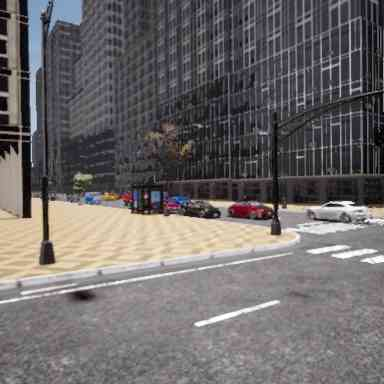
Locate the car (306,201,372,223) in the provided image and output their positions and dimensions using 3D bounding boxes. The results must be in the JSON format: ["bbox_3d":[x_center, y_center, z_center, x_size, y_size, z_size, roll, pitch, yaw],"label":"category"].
[{"bbox_3d":[10.430,1.369,23.900,1.812,1.442,4.674,-1,1,-30],"label":"car"}]

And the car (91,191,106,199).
[{"bbox_3d":[-21.176,0.686,74.982,1.967,1.590,4.097,-1,1,-34],"label":"car"}]

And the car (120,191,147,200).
[{"bbox_3d":[-7.164,0.875,44.208,2.150,2.045,5.566,-1,1,-34],"label":"car"}]

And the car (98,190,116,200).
[{"bbox_3d":[-17.970,0.615,70.288,2.192,1.841,5.009,-1,1,-34],"label":"car"}]

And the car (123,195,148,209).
[{"bbox_3d":[-5.698,1.321,37.378,1.947,1.339,4.313,-1,1,-34],"label":"car"}]

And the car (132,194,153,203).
[{"bbox_3d":[-8.351,1.042,56.212,1.802,1.307,4.206,-1,1,-34],"label":"car"}]

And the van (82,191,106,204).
[{"bbox_3d":[-15.271,0.940,51.483,1.690,1.788,3.998,-1,1,-34],"label":"van"}]

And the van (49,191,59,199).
[{"bbox_3d":[-31.301,0.672,74.949,1.690,1.788,3.998,0,1,-34],"label":"van"}]

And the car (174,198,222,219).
[{"bbox_3d":[0.651,1.425,27.948,1.947,1.339,4.313,-1,1,-34],"label":"car"}]

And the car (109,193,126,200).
[{"bbox_3d":[-14.763,0.936,65.598,1.802,1.307,4.206,-1,1,-34],"label":"car"}]

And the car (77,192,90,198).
[{"bbox_3d":[-27.587,0.689,84.369,2.008,1.369,4.403,-1,1,-34],"label":"car"}]

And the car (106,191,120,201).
[{"bbox_3d":[-15.764,0.893,62.456,1.882,1.535,5.008,-1,1,-34],"label":"car"}]

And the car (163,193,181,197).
[{"bbox_3d":[-1.163,1.227,35.413,1.882,1.535,5.008,-1,1,-34],"label":"car"}]

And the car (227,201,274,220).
[{"bbox_3d":[4.739,1.408,26.770,1.994,1.385,4.181,-1,1,-34],"label":"car"}]

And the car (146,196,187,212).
[{"bbox_3d":[-2.541,1.389,32.653,1.802,1.307,4.206,-1,1,-34],"label":"car"}]

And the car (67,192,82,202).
[{"bbox_3d":[-21.683,1.043,60.872,2.008,1.369,4.403,0,1,-34],"label":"car"}]
